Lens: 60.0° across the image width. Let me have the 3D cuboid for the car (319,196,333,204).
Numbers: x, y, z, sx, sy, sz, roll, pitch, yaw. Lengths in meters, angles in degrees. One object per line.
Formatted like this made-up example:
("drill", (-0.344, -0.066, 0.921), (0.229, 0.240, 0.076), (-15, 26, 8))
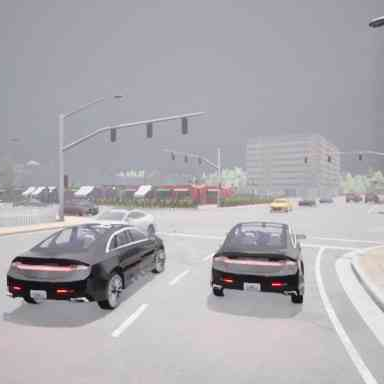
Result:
("car", (25.536, 1.532, 63.342), (2.033, 1.411, 5.357), (0, 0, 32))

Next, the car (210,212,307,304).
("car", (1.764, 1.490, 8.294), (2.128, 1.511, 4.902), (0, 0, 16))

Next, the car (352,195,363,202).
("car", (39.554, 1.524, 79.492), (2.033, 1.411, 5.357), (0, 0, 32))

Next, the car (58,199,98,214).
("car", (-11.065, 1.614, 32.404), (4.181, 1.385, 1.994), (0, 0, 32))

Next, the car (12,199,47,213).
("car", (-18.187, 1.613, 36.866), (4.181, 1.385, 1.994), (0, 0, 32))

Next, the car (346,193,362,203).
("car", (33.993, 1.211, 70.428), (2.150, 2.045, 5.566), (0, 0, 32))

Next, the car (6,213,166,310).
("car", (-2.053, 1.490, 7.909), (2.128, 1.511, 4.902), (0, 0, 12))

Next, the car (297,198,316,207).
("car", (17.325, 1.591, 50.141), (1.895, 1.301, 4.718), (0, 0, 32))

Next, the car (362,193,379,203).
("car", (36.783, 1.212, 68.283), (2.150, 2.045, 5.566), (0, 0, 32))

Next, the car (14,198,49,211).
("car", (-20.445, 1.574, 42.403), (4.674, 1.442, 1.812), (0, 0, 32))

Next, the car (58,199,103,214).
("car", (-12.635, 1.540, 37.527), (4.902, 1.511, 2.128), (0, 0, 32))

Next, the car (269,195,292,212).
("car", (9.912, 1.493, 37.167), (1.882, 1.535, 5.008), (0, 1, 24))

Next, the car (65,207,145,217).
("car", (-3.311, 1.522, 15.363), (1.812, 1.442, 4.674), (0, 0, 24))

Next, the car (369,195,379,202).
("car", (42.319, 1.509, 77.306), (1.812, 1.442, 4.674), (0, 0, 32))
